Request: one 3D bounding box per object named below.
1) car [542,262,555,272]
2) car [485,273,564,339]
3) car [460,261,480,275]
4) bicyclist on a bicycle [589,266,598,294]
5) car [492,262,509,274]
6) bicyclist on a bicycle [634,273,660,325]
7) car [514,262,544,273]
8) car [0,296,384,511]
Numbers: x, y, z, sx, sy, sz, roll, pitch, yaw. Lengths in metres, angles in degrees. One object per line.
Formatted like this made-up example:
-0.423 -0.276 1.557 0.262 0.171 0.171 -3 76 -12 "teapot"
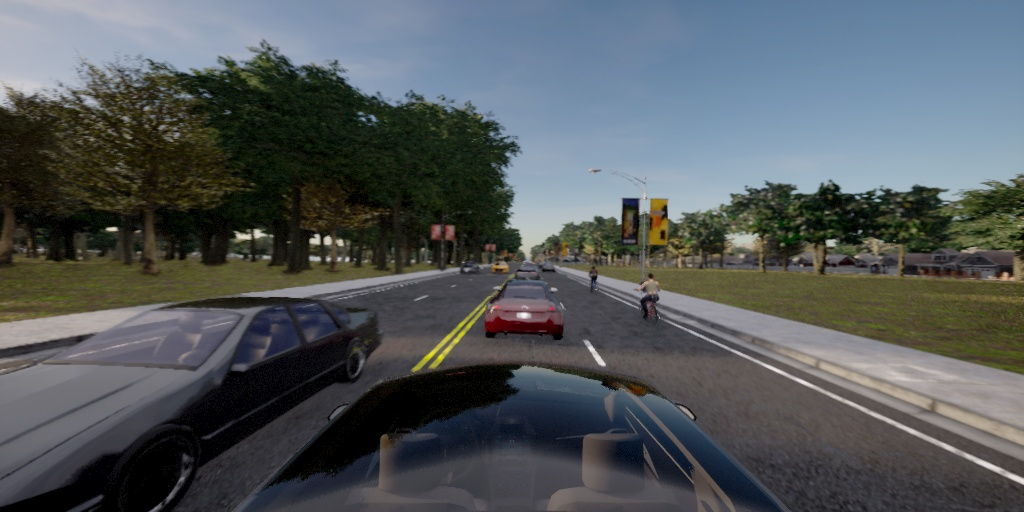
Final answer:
5.734 1.839 56.799 1.994 1.385 4.181 1 0 3 "car"
0.373 1.380 10.404 1.994 1.385 4.181 1 0 3 "car"
-4.877 1.397 42.210 2.128 1.511 4.902 1 -1 3 "car"
4.935 1.455 21.714 0.582 1.620 1.656 1 -1 3 "bicyclist on a bicycle"
-1.458 1.492 45.767 1.882 1.535 5.008 1 0 3 "car"
4.508 1.363 11.799 0.866 1.612 1.509 1 0 2 "bicyclist on a bicycle"
1.191 1.446 28.348 2.128 1.511 4.902 1 0 3 "car"
-3.357 1.232 4.292 2.033 1.411 5.357 1 0 3 "car"
